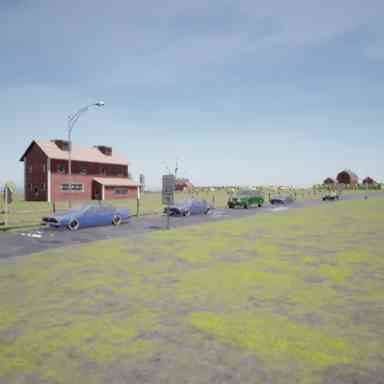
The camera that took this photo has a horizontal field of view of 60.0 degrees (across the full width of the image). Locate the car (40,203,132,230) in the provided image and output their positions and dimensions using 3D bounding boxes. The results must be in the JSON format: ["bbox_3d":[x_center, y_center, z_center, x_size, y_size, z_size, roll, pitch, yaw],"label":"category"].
[{"bbox_3d":[-6.100,1.359,19.906,2.033,1.411,5.357,0,1,37],"label":"car"}]

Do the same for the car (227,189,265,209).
[{"bbox_3d":[6.009,0.731,36.426,2.150,2.045,5.566,0,1,36],"label":"car"}]

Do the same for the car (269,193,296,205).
[{"bbox_3d":[12.324,0.896,45.015,2.033,1.411,5.357,0,1,37],"label":"car"}]

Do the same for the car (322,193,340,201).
[{"bbox_3d":[22.883,0.754,54.580,1.895,1.301,4.718,0,1,36],"label":"car"}]

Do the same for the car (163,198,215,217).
[{"bbox_3d":[-0.094,1.211,28.081,2.033,1.411,5.357,0,1,36],"label":"car"}]
